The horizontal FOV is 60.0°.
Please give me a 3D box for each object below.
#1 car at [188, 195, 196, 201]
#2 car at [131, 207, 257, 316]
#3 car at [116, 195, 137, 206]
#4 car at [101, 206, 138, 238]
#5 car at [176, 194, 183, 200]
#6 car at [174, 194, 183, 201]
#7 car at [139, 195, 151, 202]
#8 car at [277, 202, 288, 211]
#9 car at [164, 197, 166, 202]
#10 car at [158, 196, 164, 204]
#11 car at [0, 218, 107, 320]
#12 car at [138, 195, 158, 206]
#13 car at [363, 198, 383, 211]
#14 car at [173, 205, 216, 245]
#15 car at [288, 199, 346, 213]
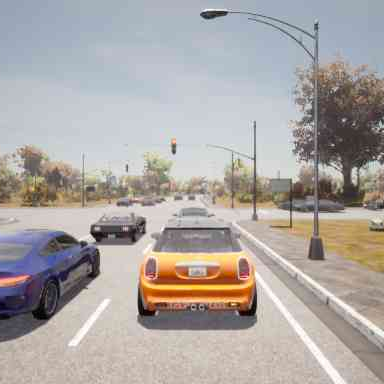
[{"bbox_3d":[-0.070,1.492,84.649,1.837,1.490,4.892,0,0,0],"label":"car"},{"bbox_3d":[0.093,1.352,7.678,2.097,1.767,4.553,0,0,0],"label":"car"},{"bbox_3d":[-10.645,1.547,53.183,2.033,1.411,5.357,0,0,1],"label":"car"},{"bbox_3d":[-3.415,1.601,16.369,1.895,1.301,4.718,0,0,0],"label":"car"},{"bbox_3d":[-3.539,1.374,95.056,1.812,1.442,4.674,0,0,1],"label":"car"},{"bbox_3d":[-3.570,1.492,84.647,1.837,1.490,4.892,0,0,0],"label":"car"},{"bbox_3d":[-10.566,1.478,75.231,1.882,1.535,5.008,0,0,0],"label":"car"},{"bbox_3d":[12.340,1.564,39.799,4.181,1.385,1.994,0,0,4],"label":"car"},{"bbox_3d":[-7.066,1.595,75.160,1.895,1.301,4.718,0,0,0],"label":"car"},{"bbox_3d":[-7.101,1.477,64.347,1.882,1.535,5.008,0,0,0],"label":"car"},{"bbox_3d":[-3.406,1.526,7.211,1.812,1.442,4.674,0,0,0],"label":"car"},{"bbox_3d":[-7.127,1.505,54.379,1.837,1.490,4.892,0,0,1],"label":"car"},{"bbox_3d":[22.840,1.484,39.206,4.902,1.511,2.128,0,0,3],"label":"car"},{"bbox_3d":[0.085,1.505,16.636,1.837,1.490,4.892,0,0,0],"label":"car"},{"bbox_3d":[13.715,1.547,36.185,5.357,1.411,2.033,0,0,3],"label":"car"}]
